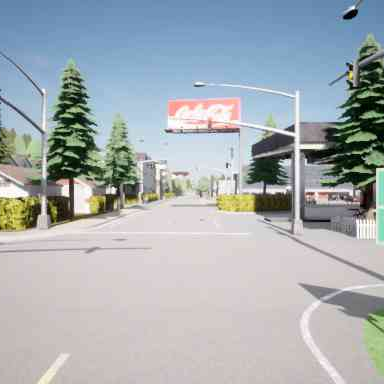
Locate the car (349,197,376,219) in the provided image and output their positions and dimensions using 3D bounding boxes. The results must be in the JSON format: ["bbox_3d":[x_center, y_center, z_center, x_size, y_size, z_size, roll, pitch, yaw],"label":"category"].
[{"bbox_3d":[14.346,1.505,24.964,3.866,1.878,1.905,0,0,0],"label":"car"}]

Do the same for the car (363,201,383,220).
[{"bbox_3d":[18.668,1.672,30.638,4.611,1.667,2.242,0,0,0],"label":"car"}]

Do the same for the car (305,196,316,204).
[{"bbox_3d":[22.445,1.552,64.038,1.970,1.475,3.806,0,0,0],"label":"car"}]

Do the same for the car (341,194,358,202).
[{"bbox_3d":[34.842,1.489,71.841,2.007,1.523,4.514,0,0,0],"label":"car"}]
